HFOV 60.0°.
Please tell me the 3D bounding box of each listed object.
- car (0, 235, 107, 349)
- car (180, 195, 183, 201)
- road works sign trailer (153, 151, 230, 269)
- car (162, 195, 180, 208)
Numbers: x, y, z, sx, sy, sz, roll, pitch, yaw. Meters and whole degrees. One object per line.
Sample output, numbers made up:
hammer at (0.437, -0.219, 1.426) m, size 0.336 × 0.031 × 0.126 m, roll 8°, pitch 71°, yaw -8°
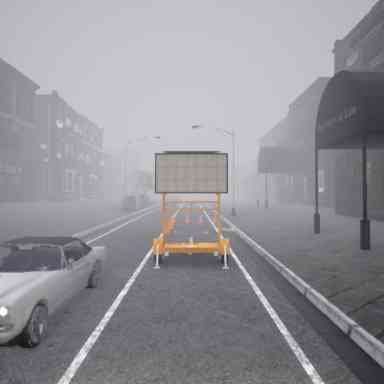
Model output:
car at (-3.118, 1.590, 6.350) m, size 1.895 × 1.301 × 4.718 m, roll 0°, pitch 0°, yaw 0°
car at (-3.234, 1.382, 75.693) m, size 2.097 × 1.767 × 4.553 m, roll 0°, pitch 0°, yaw 0°
road works sign trailer at (-0.019, 0.443, 11.097) m, size 2.380 × 3.560 × 2.880 m, roll 0°, pitch 0°, yaw 0°
car at (-3.245, 1.465, 48.550) m, size 2.128 × 1.511 × 4.902 m, roll 0°, pitch 0°, yaw 0°
